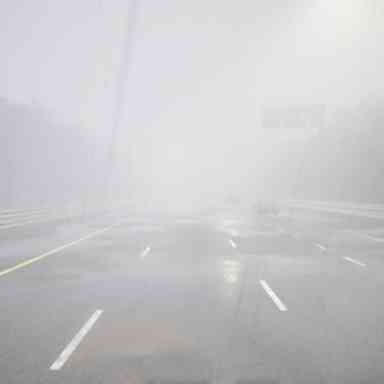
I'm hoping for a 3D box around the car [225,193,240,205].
[{"bbox_3d":[7.123,1.213,58.362,2.150,2.045,5.566,0,0,0],"label":"car"}]

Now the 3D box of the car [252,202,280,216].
[{"bbox_3d":[7.055,1.587,32.385,1.895,1.301,4.718,0,0,0],"label":"car"}]
